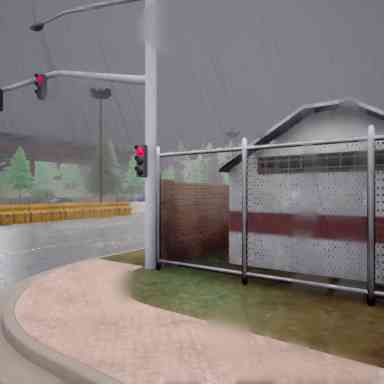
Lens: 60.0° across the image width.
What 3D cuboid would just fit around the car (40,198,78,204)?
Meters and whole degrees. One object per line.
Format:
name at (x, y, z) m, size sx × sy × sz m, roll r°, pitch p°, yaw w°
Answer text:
car at (-15.931, 1.503, 39.644) m, size 1.837 × 1.490 × 4.892 m, roll 0°, pitch 1°, yaw 34°
